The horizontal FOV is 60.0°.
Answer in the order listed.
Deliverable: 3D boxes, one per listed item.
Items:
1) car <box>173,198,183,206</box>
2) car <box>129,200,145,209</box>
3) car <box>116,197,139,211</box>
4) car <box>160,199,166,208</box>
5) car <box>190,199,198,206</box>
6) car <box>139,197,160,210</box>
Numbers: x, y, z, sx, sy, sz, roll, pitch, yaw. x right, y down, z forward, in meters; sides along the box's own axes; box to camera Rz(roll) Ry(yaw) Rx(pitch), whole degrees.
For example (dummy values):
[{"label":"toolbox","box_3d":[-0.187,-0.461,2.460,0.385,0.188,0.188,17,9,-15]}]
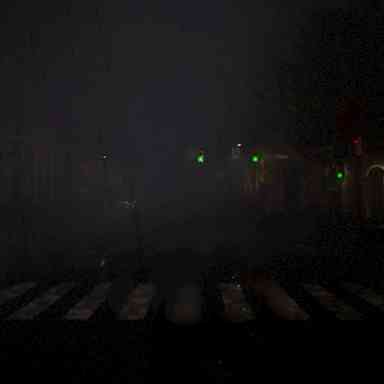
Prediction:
[{"label":"car","box_3d":[-3.104,2.227,76.565,2.097,1.767,4.553,0,-1,1]},{"label":"car","box_3d":[-10.321,2.327,63.003,2.033,1.411,5.357,0,-1,1]},{"label":"car","box_3d":[-10.442,1.875,52.774,2.150,2.045,5.566,0,-1,0]},{"label":"car","box_3d":[-6.795,2.287,64.324,2.128,1.511,4.902,0,-1,1]},{"label":"car","box_3d":[0.396,2.397,76.548,2.128,1.511,4.902,0,-1,1]},{"label":"car","box_3d":[-6.941,1.892,54.202,2.150,2.045,5.566,0,-1,-1]}]
